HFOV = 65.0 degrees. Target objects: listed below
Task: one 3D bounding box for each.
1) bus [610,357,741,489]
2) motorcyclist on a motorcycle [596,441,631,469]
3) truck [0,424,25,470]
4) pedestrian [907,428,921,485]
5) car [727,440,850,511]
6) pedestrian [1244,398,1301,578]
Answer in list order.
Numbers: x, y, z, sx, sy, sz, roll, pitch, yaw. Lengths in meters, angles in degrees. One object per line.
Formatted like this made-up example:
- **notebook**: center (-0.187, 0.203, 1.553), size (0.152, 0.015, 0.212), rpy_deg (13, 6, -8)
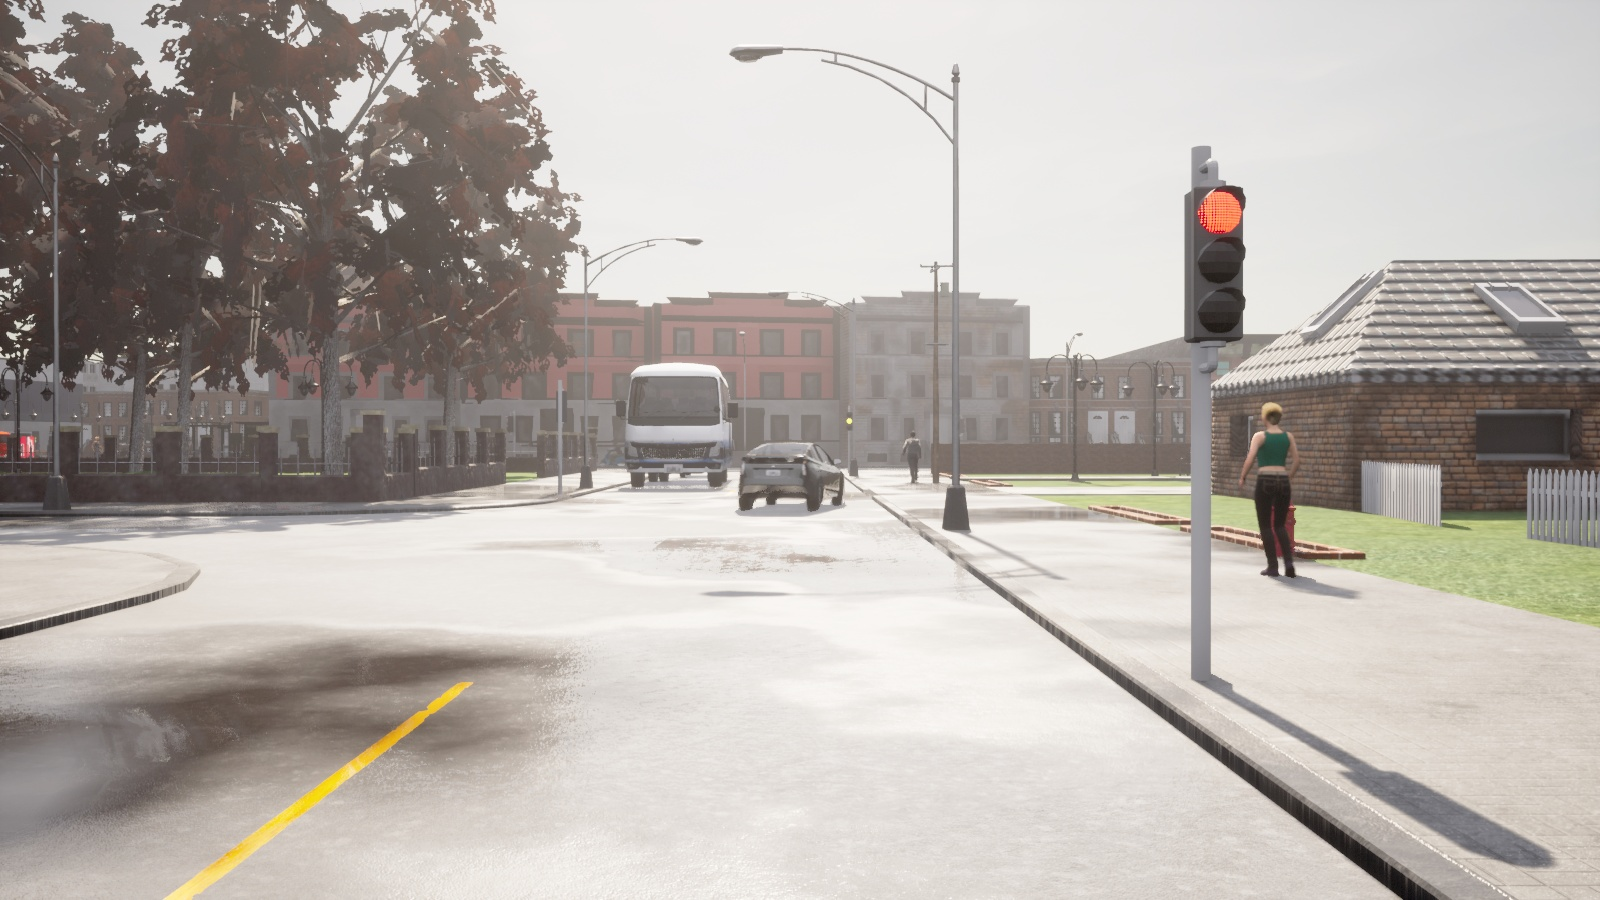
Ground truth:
- **bus**: center (-4.227, -0.889, 45.382), size (3.944, 4.253, 10.273), rpy_deg (0, 0, -1)
- **motorcyclist on a motorcycle**: center (-10.786, 0.281, 72.686), size (1.817, 1.590, 0.866), rpy_deg (0, 1, 5)
- **truck**: center (-45.834, -0.165, 68.737), size (5.204, 2.467, 2.627), rpy_deg (0, 0, 0)
- **pedestrian**: center (3.957, 0.214, 43.430), size (0.423, 1.949, 0.788), rpy_deg (0, 0, 10)
- **car**: center (-0.168, 0.529, 29.074), size (2.007, 1.525, 4.514), rpy_deg (0, 0, 10)
- **pedestrian**: center (4.910, 0.386, 13.062), size (0.345, 1.836, 0.594), rpy_deg (0, 0, -2)
